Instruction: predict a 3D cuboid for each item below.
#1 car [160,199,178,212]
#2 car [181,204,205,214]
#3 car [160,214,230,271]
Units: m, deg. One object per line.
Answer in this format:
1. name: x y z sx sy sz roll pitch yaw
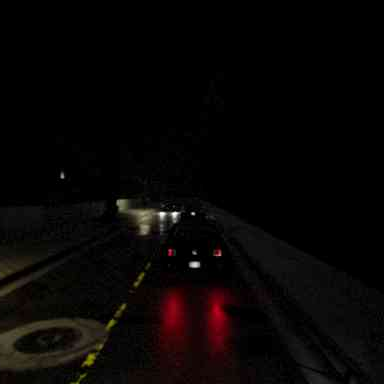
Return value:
1. car: -2.830 1.689 41.338 1.837 1.490 4.892 0 0 0
2. car: 0.095 1.687 28.257 1.994 1.385 4.181 0 0 0
3. car: 0.085 1.647 11.038 1.895 1.301 4.718 0 0 0
